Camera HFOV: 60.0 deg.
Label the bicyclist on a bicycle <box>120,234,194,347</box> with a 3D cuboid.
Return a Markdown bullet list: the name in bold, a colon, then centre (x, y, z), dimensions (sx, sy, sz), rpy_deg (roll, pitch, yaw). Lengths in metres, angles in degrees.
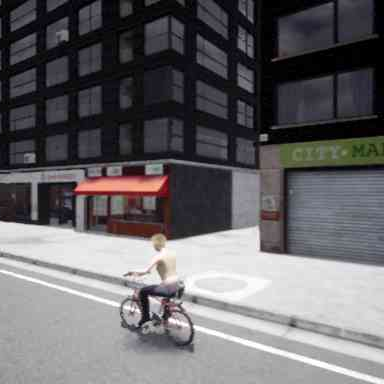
- **bicyclist on a bicycle**: centre (-0.579, 1.436, 5.101), dimensions (1.509, 1.612, 0.866), rpy_deg (0, 0, 35)
